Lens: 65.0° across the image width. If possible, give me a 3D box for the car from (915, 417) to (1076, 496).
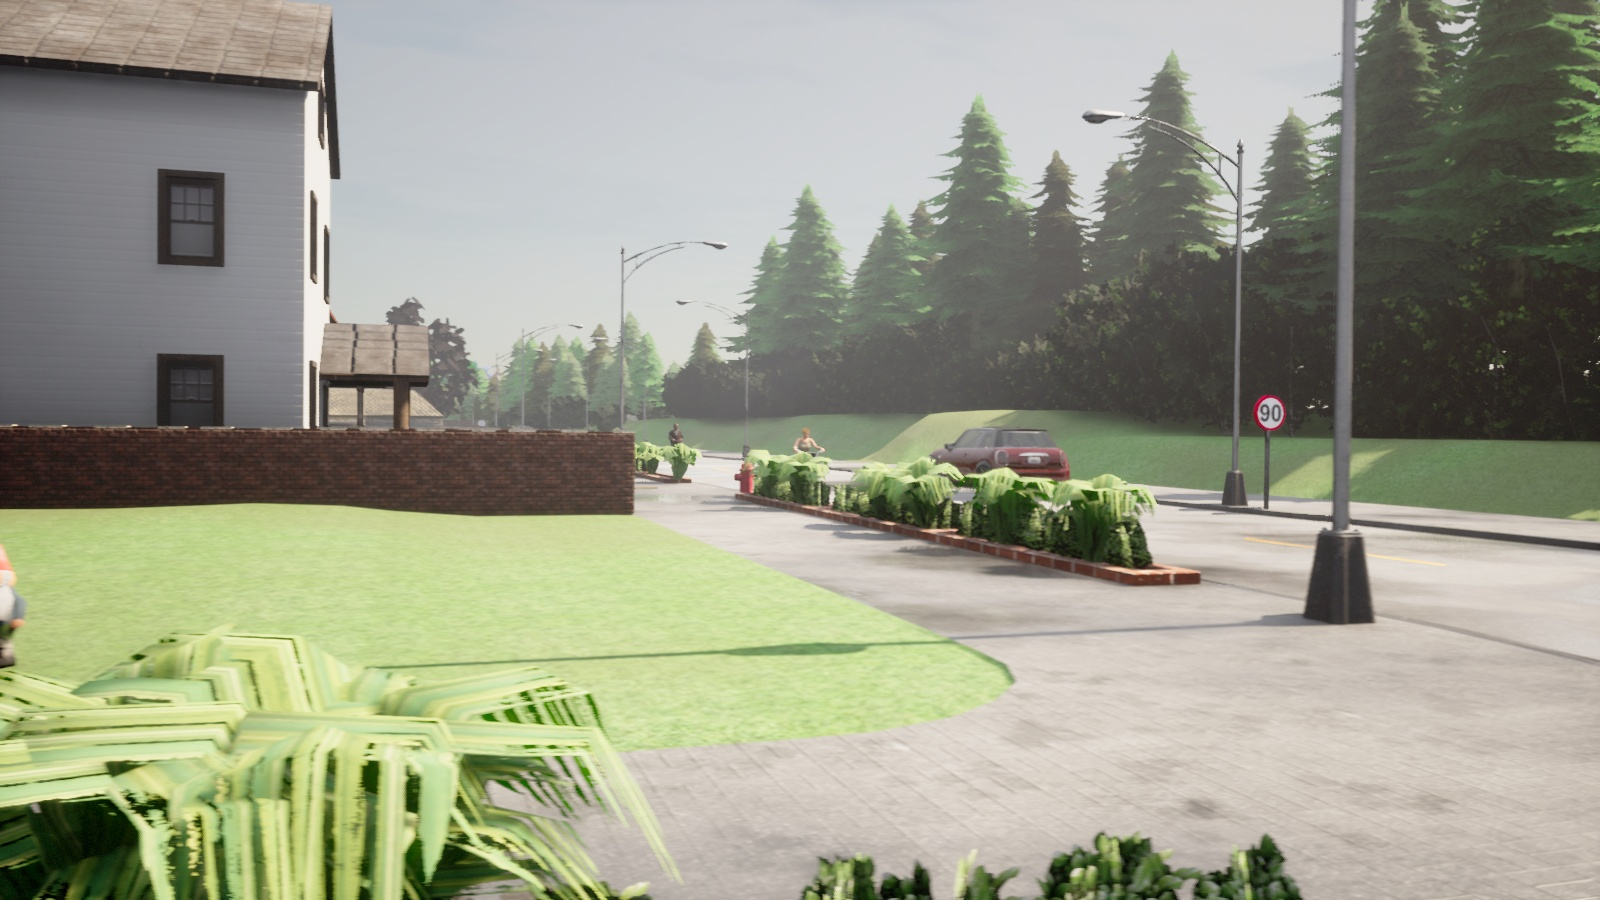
[{"bbox_3d":[4.686,0.116,30.846,2.097,1.767,4.553,-1,1,-18],"label":"car"}]
